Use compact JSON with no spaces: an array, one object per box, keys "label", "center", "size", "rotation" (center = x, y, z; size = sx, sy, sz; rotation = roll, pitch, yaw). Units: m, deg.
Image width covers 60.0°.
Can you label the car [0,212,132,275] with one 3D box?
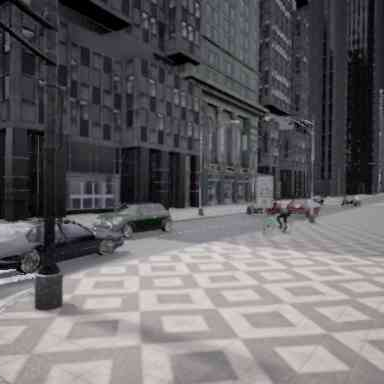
[{"label":"car","center":[-4.621,1.610,10.920],"size":[2.033,1.411,5.357],"rotation":[1,1,30]}]

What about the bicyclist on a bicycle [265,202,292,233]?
[{"label":"bicyclist on a bicycle","center":[4.571,1.386,17.815],"size":[1.656,1.620,0.582],"rotation":[1,1,36]}]

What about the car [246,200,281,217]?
[{"label":"car","center":[6.909,1.432,31.774],"size":[1.882,1.535,5.008],"rotation":[1,1,36]}]

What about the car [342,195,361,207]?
[{"label":"car","center":[24.308,1.228,50.581],"size":[2.097,1.767,4.553],"rotation":[1,1,36]}]

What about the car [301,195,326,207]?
[{"label":"car","center":[16.590,1.166,45.121],"size":[1.882,1.535,5.008],"rotation":[1,1,36]}]

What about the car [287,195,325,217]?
[{"label":"car","center":[10.658,1.348,31.524],"size":[2.097,1.767,4.553],"rotation":[1,1,36]}]

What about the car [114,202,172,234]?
[{"label":"car","center":[-3.106,1.357,17.803],"size":[2.097,1.767,4.553],"rotation":[1,0,36]}]
